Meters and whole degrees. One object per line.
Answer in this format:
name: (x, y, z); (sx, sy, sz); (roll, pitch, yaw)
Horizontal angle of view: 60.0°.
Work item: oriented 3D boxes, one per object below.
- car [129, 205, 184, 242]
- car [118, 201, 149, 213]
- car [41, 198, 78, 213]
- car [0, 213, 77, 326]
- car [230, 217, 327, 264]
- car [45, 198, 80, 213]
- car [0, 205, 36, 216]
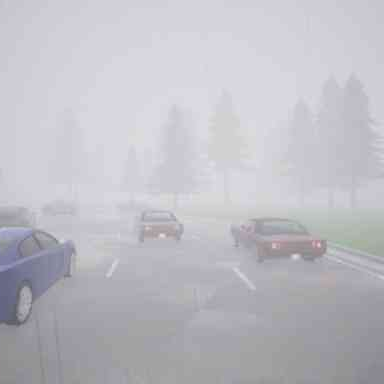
car: (-1.805, 1.543, 16.176); (1.895, 1.301, 4.718); (0, 0, -14)
car: (-5.703, 1.496, 33.143); (1.895, 1.301, 4.718); (0, 0, -36)
car: (-11.935, 1.495, 29.703); (2.033, 1.411, 5.357); (0, 0, -38)
car: (-3.888, 1.472, 6.971); (1.882, 1.535, 5.008); (0, 0, -5)
car: (2.688, 1.535, 11.626); (1.895, 1.301, 4.718); (0, 0, -6)
car: (-14.575, 1.458, 37.375); (4.674, 1.442, 1.812); (0, 0, 43)
car: (-9.692, 1.489, 17.953); (1.837, 1.490, 4.892); (1, 0, -19)
